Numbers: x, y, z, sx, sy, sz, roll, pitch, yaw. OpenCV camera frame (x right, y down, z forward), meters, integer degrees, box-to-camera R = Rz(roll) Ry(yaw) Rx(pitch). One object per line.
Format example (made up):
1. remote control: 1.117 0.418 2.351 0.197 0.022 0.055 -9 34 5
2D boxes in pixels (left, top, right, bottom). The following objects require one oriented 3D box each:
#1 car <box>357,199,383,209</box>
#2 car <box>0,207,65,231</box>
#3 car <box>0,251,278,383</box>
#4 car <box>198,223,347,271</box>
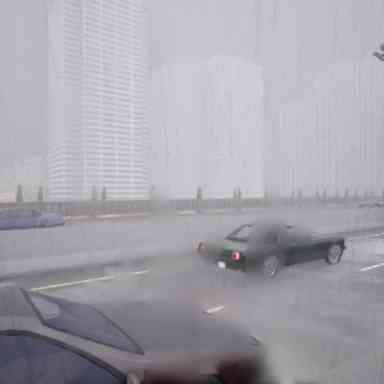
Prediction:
1. car: 16.078 1.560 28.502 4.718 1.301 1.895 0 0 -36
2. car: -9.924 1.573 18.414 5.357 1.411 2.033 0 0 -36
3. car: -1.781 1.552 2.510 5.357 1.411 2.033 0 0 -35
4. car: 2.577 1.595 9.924 4.718 1.301 1.895 0 0 -36
